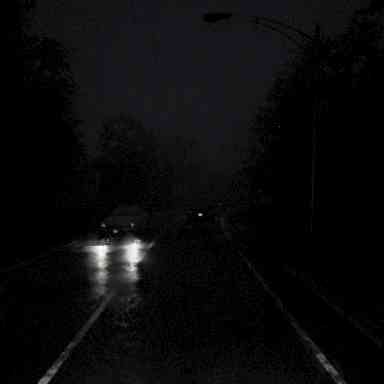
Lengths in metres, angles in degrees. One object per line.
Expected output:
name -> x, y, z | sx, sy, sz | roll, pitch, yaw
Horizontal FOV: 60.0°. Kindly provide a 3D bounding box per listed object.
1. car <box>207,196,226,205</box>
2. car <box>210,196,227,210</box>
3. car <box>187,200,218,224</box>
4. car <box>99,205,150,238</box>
car -> 4.490, 1.496, 59.604 | 2.033, 1.411, 5.357 | 2, 0, 20
car -> 3.340, 1.545, 42.436 | 2.033, 1.411, 5.357 | 1, 0, 12
car -> 0.729, 1.545, 24.848 | 1.994, 1.385, 4.181 | 0, 0, 5
car -> -3.405, 1.450, 17.516 | 1.812, 1.442, 4.674 | 0, 2, 2
